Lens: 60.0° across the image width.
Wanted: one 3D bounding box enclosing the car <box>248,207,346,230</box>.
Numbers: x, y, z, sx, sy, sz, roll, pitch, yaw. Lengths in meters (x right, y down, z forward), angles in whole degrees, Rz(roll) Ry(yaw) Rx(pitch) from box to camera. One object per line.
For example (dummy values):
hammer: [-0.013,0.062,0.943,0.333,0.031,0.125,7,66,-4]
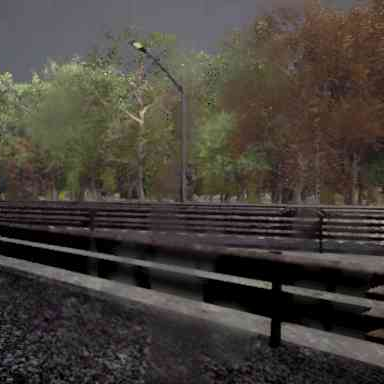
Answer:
car: [5.472,1.557,17.679,4.892,1.490,1.837,0,0,19]
